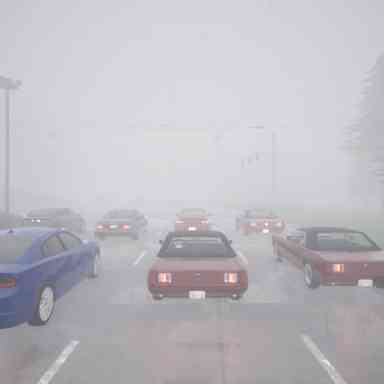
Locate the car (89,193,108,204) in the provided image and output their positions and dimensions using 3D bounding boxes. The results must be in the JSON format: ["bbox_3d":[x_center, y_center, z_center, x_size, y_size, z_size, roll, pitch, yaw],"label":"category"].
[{"bbox_3d":[-18.649,1.223,66.125,2.150,2.045,5.566,0,0,-21],"label":"car"}]

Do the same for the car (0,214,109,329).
[{"bbox_3d":[-3.406,1.478,7.077,1.882,1.535,5.008,0,0,0],"label":"car"}]

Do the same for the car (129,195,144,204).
[{"bbox_3d":[-9.148,1.547,55.028,2.033,1.411,5.357,0,0,0],"label":"car"}]

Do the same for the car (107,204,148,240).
[{"bbox_3d":[-3.427,1.547,16.888,2.033,1.411,5.357,0,0,0],"label":"car"}]

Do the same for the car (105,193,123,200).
[{"bbox_3d":[-21.346,1.225,91.164,2.150,2.045,5.566,0,0,-44],"label":"car"}]

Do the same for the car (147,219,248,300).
[{"bbox_3d":[0.093,1.601,8.335,1.895,1.301,4.718,0,0,0],"label":"car"}]

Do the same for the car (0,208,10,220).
[{"bbox_3d":[-10.434,1.492,16.919,2.128,1.511,4.902,0,0,0],"label":"car"}]

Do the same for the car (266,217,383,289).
[{"bbox_3d":[3.593,1.601,9.127,1.895,1.301,4.718,0,0,0],"label":"car"}]

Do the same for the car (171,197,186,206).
[{"bbox_3d":[-2.239,1.525,53.921,1.812,1.442,4.674,0,0,7],"label":"car"}]

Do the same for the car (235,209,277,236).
[{"bbox_3d":[3.544,1.601,18.295,1.895,1.301,4.718,0,0,-1],"label":"car"}]

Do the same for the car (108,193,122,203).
[{"bbox_3d":[-16.695,1.224,70.634,2.150,2.045,5.566,0,0,-23],"label":"car"}]

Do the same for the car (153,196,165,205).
[{"bbox_3d":[-5.926,1.507,59.749,1.837,1.490,4.892,2,0,-9],"label":"car"}]

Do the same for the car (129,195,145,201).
[{"bbox_3d":[-14.821,1.525,88.897,2.128,1.511,4.902,0,0,-37],"label":"car"}]

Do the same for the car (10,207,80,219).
[{"bbox_3d":[-6.933,1.505,16.935,1.837,1.490,4.892,0,0,0],"label":"car"}]

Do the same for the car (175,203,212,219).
[{"bbox_3d":[0.055,1.526,17.438,1.812,1.442,4.674,0,0,1],"label":"car"}]
